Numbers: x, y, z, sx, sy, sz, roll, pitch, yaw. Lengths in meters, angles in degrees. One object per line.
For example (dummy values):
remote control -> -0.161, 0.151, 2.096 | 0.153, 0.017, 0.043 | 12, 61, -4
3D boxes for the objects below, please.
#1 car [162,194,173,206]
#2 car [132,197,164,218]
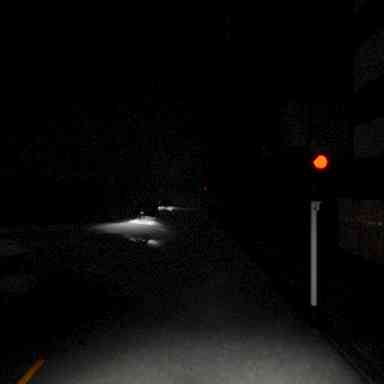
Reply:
car -> -4.065, 1.314, 51.874 | 2.097, 1.767, 4.553 | 0, 0, 1
car -> -4.144, 1.468, 30.307 | 2.128, 1.511, 4.902 | 0, 0, 1
